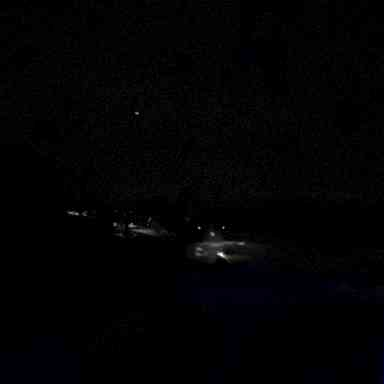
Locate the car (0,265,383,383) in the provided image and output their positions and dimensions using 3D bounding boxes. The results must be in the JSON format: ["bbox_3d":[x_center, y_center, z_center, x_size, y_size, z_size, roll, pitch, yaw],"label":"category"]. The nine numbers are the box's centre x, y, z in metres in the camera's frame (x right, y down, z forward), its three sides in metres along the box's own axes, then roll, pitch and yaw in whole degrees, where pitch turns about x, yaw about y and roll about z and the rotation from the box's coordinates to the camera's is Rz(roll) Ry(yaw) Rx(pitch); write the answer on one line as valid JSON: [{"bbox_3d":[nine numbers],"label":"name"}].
[{"bbox_3d":[0.340,1.511,2.950,5.008,1.535,1.882,1,-1,-33],"label":"car"}]

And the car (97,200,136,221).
[{"bbox_3d":[-6.000,1.436,26.261,2.128,1.511,4.902,3,-1,-32],"label":"car"}]

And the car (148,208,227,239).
[{"bbox_3d":[-0.446,1.542,17.470,2.033,1.411,5.357,3,-1,-32],"label":"car"}]

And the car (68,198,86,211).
[{"bbox_3d":[-13.557,1.420,38.238,1.994,1.385,4.181,3,-1,-32],"label":"car"}]
